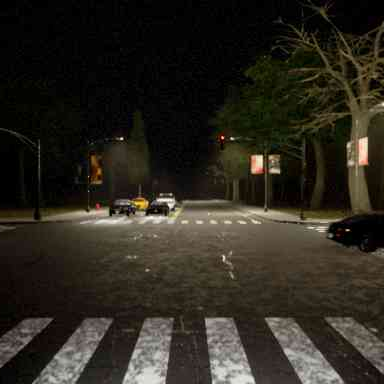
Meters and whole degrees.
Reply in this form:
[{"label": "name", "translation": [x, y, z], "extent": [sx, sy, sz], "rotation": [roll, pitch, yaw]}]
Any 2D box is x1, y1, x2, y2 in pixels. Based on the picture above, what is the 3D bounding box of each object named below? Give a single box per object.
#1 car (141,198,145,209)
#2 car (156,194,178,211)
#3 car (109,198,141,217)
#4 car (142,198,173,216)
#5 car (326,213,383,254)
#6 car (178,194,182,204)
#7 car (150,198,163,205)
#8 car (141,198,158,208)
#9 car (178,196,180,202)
[{"label": "car", "translation": [-6.512, 1.495, 41.111], "extent": [1.882, 1.535, 5.008], "rotation": [0, 0, 0]}, {"label": "car", "translation": [-3.262, 1.240, 41.606], "extent": [2.150, 2.045, 5.566], "rotation": [0, 0, 0]}, {"label": "car", "translation": [-6.532, 1.490, 31.612], "extent": [2.128, 1.511, 4.902], "rotation": [0, 0, 0]}, {"label": "car", "translation": [-3.272, 1.563, 32.249], "extent": [1.994, 1.385, 4.181], "rotation": [0, 0, 1]}, {"label": "car", "translation": [7.716, 1.548, 13.030], "extent": [4.674, 1.442, 1.812], "rotation": [1, 0, 0]}, {"label": "car", "translation": [-3.130, 1.395, 66.361], "extent": [2.150, 2.045, 5.566], "rotation": [0, -1, 0]}, {"label": "car", "translation": [-6.440, 1.736, 61.215], "extent": [1.895, 1.301, 4.718], "rotation": [0, 0, 0]}, {"label": "car", "translation": [-6.498, 1.629, 51.157], "extent": [1.994, 1.385, 4.181], "rotation": [0, 0, -1]}, {"label": "car", "translation": [-3.243, 1.670, 51.857], "extent": [1.895, 1.301, 4.718], "rotation": [0, 0, 0]}]
